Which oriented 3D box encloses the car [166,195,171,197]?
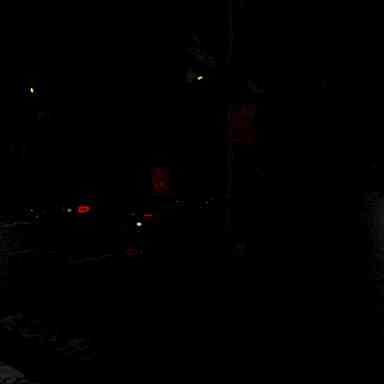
[{"bbox_3d":[-3.356,1.017,32.261,2.128,1.511,4.902,0,1,35],"label":"car"}]

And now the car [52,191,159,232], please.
[{"bbox_3d":[-4.574,0.965,18.790,2.150,2.045,5.566,0,1,35],"label":"car"}]

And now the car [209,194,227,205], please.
[{"bbox_3d":[3.000,0.937,41.373,1.895,1.301,4.718,0,1,35],"label":"car"}]

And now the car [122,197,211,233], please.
[{"bbox_3d":[-1.171,1.231,17.990,1.837,1.490,4.892,0,1,35],"label":"car"}]

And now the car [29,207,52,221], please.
[{"bbox_3d":[-9.096,1.303,24.022,1.895,1.301,4.718,0,1,35],"label":"car"}]
